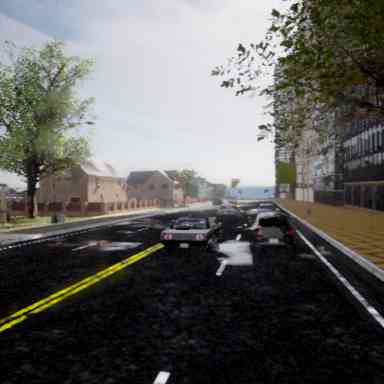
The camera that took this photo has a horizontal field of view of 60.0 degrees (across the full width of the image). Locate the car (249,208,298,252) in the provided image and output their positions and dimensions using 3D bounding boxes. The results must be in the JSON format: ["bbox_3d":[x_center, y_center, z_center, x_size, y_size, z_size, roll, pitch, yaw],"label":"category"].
[{"bbox_3d":[3.413,1.607,14.181,1.812,1.442,4.674,-1,0,12],"label":"car"}]

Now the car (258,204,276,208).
[{"bbox_3d":[6.415,1.724,28.480,2.033,1.411,5.357,-1,-1,12],"label":"car"}]

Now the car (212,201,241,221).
[{"bbox_3d":[3.234,1.766,29.148,2.033,1.411,5.357,-1,-1,12],"label":"car"}]

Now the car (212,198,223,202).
[{"bbox_3d":[5.474,2.097,71.395,1.882,1.535,5.008,-1,-1,12],"label":"car"}]

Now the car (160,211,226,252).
[{"bbox_3d":[0.174,1.721,14.582,1.895,1.301,4.718,-1,0,12],"label":"car"}]

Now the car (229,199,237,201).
[{"bbox_3d":[8.655,2.117,70.726,2.033,1.411,5.357,-1,-1,12],"label":"car"}]
